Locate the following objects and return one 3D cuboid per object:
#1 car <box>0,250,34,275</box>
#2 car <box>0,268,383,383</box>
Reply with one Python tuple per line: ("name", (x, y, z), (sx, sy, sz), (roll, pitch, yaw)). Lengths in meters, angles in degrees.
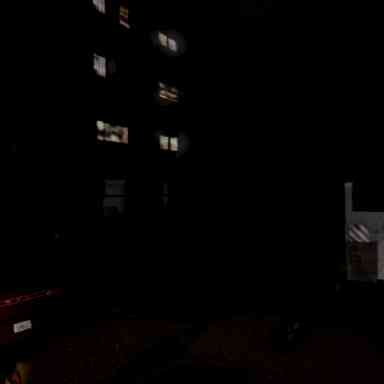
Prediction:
("car", (-3.995, 1.619, 5.578), (4.507, 1.381, 1.887), (-1, -1, 36))
("car", (0.457, 1.536, 2.400), (4.829, 1.417, 1.752), (-1, -1, 36))
